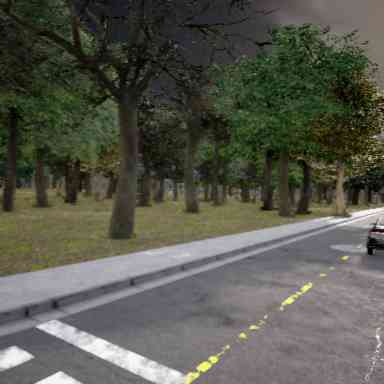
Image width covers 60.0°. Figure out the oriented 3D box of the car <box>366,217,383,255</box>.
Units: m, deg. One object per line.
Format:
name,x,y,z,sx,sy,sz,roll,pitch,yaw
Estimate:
car,8.537,1.795,13.866,2.128,1.511,4.902,2,0,34
